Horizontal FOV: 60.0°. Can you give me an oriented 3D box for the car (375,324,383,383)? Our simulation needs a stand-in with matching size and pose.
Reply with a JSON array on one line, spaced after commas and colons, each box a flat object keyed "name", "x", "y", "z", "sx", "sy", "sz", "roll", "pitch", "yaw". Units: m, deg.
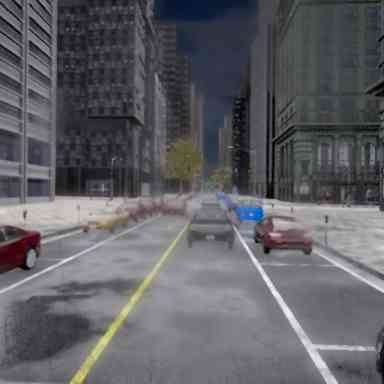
[{"name": "car", "x": 2.828, "y": 1.570, "z": 2.037, "sx": 2.008, "sy": 1.369, "sz": 4.403, "roll": 1, "pitch": 0, "yaw": 3}]

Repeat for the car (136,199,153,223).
[{"name": "car", "x": -4.456, "y": 1.418, "z": 24.602, "sx": 1.887, "sy": 1.381, "sz": 4.507, "roll": 1, "pitch": 0, "yaw": 3}]

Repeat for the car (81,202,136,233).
[{"name": "car", "x": -4.776, "y": 1.415, "z": 18.915, "sx": 1.752, "sy": 1.417, "sz": 4.829, "roll": 1, "pitch": 0, "yaw": 3}]

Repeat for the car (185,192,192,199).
[{"name": "car", "x": -1.684, "y": 1.278, "z": 73.497, "sx": 1.752, "sy": 1.417, "sz": 4.829, "roll": 1, "pitch": 0, "yaw": 3}]

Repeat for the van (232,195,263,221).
[{"name": "van", "x": 4.082, "y": 1.297, "z": 24.101, "sx": 1.690, "sy": 1.788, "sz": 3.998, "roll": 1, "pitch": 0, "yaw": 3}]

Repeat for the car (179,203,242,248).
[{"name": "car", "x": 0.831, "y": 1.449, "z": 14.623, "sx": 2.128, "sy": 1.511, "sz": 4.902, "roll": 1, "pitch": 0, "yaw": 4}]

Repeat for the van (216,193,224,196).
[{"name": "van", "x": 7.150, "y": 1.165, "z": 78.574, "sx": 1.690, "sy": 1.788, "sz": 3.998, "roll": 1, "pitch": 0, "yaw": 3}]

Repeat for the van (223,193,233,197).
[{"name": "van", "x": 5.020, "y": 1.251, "z": 40.649, "sx": 1.690, "sy": 1.788, "sz": 3.998, "roll": 1, "pitch": 0, "yaw": 3}]

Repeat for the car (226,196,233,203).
[{"name": "car", "x": 4.705, "y": 1.470, "z": 35.134, "sx": 1.887, "sy": 1.381, "sz": 4.507, "roll": 1, "pitch": 0, "yaw": 3}]

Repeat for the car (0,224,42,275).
[{"name": "car", "x": -5.388, "y": 1.465, "z": 8.051, "sx": 1.887, "sy": 1.381, "sz": 4.507, "roll": 1, "pitch": 0, "yaw": 3}]

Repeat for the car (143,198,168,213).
[{"name": "car", "x": -3.835, "y": 1.387, "z": 35.635, "sx": 1.887, "sy": 1.381, "sz": 4.507, "roll": 1, "pitch": 0, "yaw": 3}]

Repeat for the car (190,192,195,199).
[{"name": "car", "x": -1.071, "y": 1.276, "z": 84.229, "sx": 1.887, "sy": 1.381, "sz": 4.507, "roll": 1, "pitch": 0, "yaw": 3}]

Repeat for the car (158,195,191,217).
[{"name": "car", "x": -1.459, "y": 1.361, "z": 29.857, "sx": 1.882, "sy": 1.535, "sz": 5.008, "roll": 1, "pitch": 0, "yaw": 3}]

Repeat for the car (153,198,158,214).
[{"name": "car", "x": -4.146, "y": 1.402, "z": 30.118, "sx": 1.887, "sy": 1.381, "sz": 4.507, "roll": 1, "pitch": 0, "yaw": 3}]

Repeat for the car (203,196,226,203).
[{"name": "car", "x": 1.687, "y": 1.406, "z": 29.761, "sx": 2.128, "sy": 1.511, "sz": 4.902, "roll": 1, "pitch": 0, "yaw": 4}]

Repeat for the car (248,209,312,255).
[{"name": "car", "x": 3.454, "y": 1.570, "z": 13.070, "sx": 1.802, "sy": 1.307, "sz": 4.206, "roll": 1, "pitch": 0, "yaw": 3}]
